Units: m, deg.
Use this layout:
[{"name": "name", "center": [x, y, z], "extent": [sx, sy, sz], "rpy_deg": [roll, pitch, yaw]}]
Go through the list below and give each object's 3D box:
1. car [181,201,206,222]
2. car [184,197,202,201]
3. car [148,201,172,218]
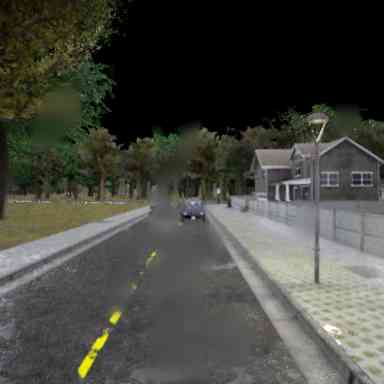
[{"name": "car", "center": [0.104, 1.611, 26.638], "extent": [1.895, 1.301, 4.718], "rpy_deg": [0, 0, 0]}, {"name": "car", "center": [0.108, 1.376, 40.769], "extent": [2.097, 1.767, 4.553], "rpy_deg": [0, 0, 0]}, {"name": "car", "center": [-2.845, 1.561, 30.958], "extent": [2.033, 1.411, 5.357], "rpy_deg": [0, 0, 0]}]
